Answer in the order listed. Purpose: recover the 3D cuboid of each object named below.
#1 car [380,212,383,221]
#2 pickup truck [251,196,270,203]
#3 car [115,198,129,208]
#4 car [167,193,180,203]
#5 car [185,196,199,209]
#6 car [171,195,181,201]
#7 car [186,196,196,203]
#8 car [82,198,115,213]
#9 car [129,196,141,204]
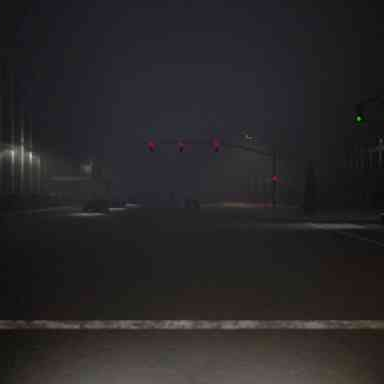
[{"bbox_3d":[15.105,1.586,21.848,4.718,1.301,1.895,0,0,0],"label":"car"},{"bbox_3d":[12.996,1.017,61.768,2.390,2.098,6.274,0,0,30],"label":"pickup truck"},{"bbox_3d":[-10.682,1.532,47.362,1.994,1.385,4.181,0,0,0],"label":"car"},{"bbox_3d":[-3.633,1.177,65.625,2.150,2.045,5.566,0,0,0],"label":"car"},{"bbox_3d":[0.007,1.570,45.655,1.895,1.301,4.718,0,0,0],"label":"car"},{"bbox_3d":[-3.654,1.367,76.318,1.895,1.301,4.718,0,0,0],"label":"car"},{"bbox_3d":[-0.121,1.501,68.023,2.033,1.411,5.357,0,0,0],"label":"car"},{"bbox_3d":[-10.663,1.522,37.445,2.033,1.411,5.357,0,0,0],"label":"car"},{"bbox_3d":[-10.667,1.449,61.843,2.128,1.511,4.902,0,0,0],"label":"car"}]
